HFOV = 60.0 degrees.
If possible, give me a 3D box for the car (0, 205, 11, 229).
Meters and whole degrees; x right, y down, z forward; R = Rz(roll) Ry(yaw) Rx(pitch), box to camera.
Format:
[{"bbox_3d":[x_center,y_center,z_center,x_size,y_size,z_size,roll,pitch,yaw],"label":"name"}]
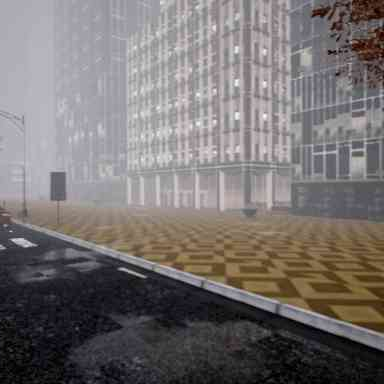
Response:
[{"bbox_3d":[-11.470,1.335,18.700,1.887,1.381,4.507,-1,1,-40],"label":"car"}]
